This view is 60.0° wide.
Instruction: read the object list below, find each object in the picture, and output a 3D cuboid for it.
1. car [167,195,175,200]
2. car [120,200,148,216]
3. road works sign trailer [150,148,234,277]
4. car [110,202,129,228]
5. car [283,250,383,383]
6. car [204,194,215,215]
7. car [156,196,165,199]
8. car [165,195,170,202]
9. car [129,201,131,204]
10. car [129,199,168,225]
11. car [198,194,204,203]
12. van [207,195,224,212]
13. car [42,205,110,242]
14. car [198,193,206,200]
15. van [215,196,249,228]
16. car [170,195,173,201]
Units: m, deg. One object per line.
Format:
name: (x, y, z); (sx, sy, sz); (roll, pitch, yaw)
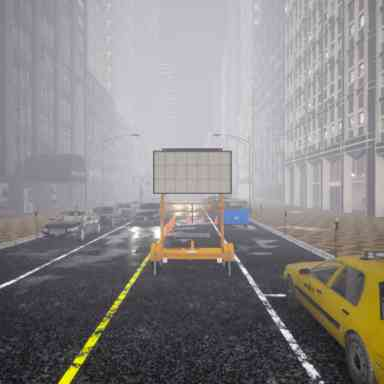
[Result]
car: (-5.739, 1.502, 89.924); (1.752, 1.417, 4.829); (-1, 0, 0)
car: (-5.714, 1.543, 33.257); (2.008, 1.369, 4.403); (-1, 0, 0)
road works sign trailer: (0.011, 0.462, 10.259); (2.380, 3.560, 2.880); (0, 0, 0)
car: (-5.708, 1.561, 21.890); (1.947, 1.339, 4.313); (-1, 0, 0)
car: (2.680, 1.524, 5.013); (1.752, 1.417, 4.829); (-1, 0, 0)
car: (2.665, 1.307, 33.261); (2.192, 1.841, 5.009); (-1, 0, 0)
car: (-5.721, 1.539, 50.308); (2.008, 1.369, 4.403); (-1, 0, 0)
car: (-5.726, 1.536, 61.675); (2.008, 1.369, 4.403); (-1, 0, 0)
car: (-5.710, 1.538, 27.574); (1.887, 1.381, 4.507); (-1, 0, 0)
car: (-3.011, 1.499, 24.130); (1.837, 1.490, 4.892); (0, 0, 0)
car: (2.654, 1.536, 61.679); (2.008, 1.369, 4.403); (-1, 0, 0)
van: (2.663, 1.332, 38.945); (1.690, 1.788, 3.998); (-1, 0, 0)
car: (-5.705, 1.547, 16.206); (2.008, 1.369, 4.403); (-1, 0, 0)
car: (2.639, 1.291, 90.098); (2.192, 1.841, 5.009); (-1, 0, 0)
van: (2.671, 1.336, 21.894); (1.690, 1.788, 3.998); (-1, 0, 0)
car: (-5.731, 1.564, 73.043); (1.802, 1.307, 4.206); (-1, 0, 0)
